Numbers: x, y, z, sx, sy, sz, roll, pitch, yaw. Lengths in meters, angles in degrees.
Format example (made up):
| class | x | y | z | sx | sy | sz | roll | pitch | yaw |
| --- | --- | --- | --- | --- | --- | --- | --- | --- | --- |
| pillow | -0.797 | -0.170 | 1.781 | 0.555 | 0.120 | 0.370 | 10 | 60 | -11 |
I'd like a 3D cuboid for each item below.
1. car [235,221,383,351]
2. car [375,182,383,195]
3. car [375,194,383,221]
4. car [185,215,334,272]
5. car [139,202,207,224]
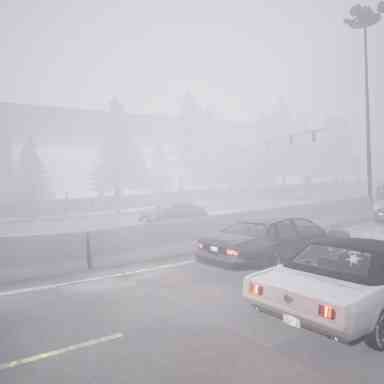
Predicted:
| class | x | y | z | sx | sy | sz | roll | pitch | yaw |
| --- | --- | --- | --- | --- | --- | --- | --- | --- | --- |
| car | 3.236 | 1.506 | 6.080 | 4.718 | 1.301 | 1.895 | -2 | 1 | -36 |
| car | 19.182 | -0.390 | 30.745 | 5.566 | 2.045 | 2.150 | -4 | 2 | -36 |
| car | 10.749 | 0.868 | 15.795 | 5.357 | 1.411 | 2.033 | -4 | 2 | -36 |
| car | 2.601 | 1.400 | 9.932 | 5.357 | 1.411 | 2.033 | -3 | 1 | -36 |
| car | -1.140 | 1.295 | 20.418 | 4.181 | 1.385 | 1.994 | -4 | 2 | -36 |
